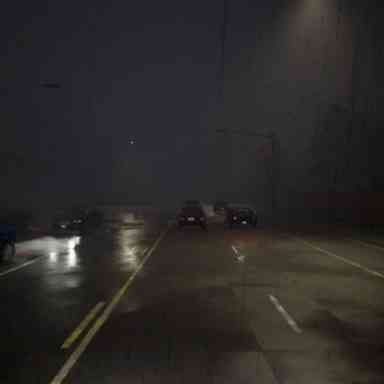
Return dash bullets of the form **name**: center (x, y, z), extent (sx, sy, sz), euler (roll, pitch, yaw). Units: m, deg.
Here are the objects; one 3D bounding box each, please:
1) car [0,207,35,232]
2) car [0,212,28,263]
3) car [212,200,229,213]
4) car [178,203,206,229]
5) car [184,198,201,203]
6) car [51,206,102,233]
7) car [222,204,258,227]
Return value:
- **car**: center (-10.541, 1.617, 18.346), extent (1.882, 1.535, 5.008), euler (0, 0, 0)
- **car**: center (-7.039, 1.566, 9.605), extent (1.882, 1.535, 5.008), euler (0, -1, 0)
- **car**: center (3.590, 1.776, 41.258), extent (1.812, 1.442, 4.674), euler (0, 0, 1)
- **car**: center (0.010, 1.711, 23.048), extent (2.033, 1.411, 5.357), euler (0, 0, 0)
- **car**: center (0.076, 1.599, 40.754), extent (2.097, 1.767, 4.553), euler (0, 0, 1)
- **car**: center (-7.050, 1.643, 20.750), extent (2.128, 1.511, 4.902), euler (0, 0, 1)
- **car**: center (3.522, 1.771, 24.501), extent (1.895, 1.301, 4.718), euler (0, 0, 1)
